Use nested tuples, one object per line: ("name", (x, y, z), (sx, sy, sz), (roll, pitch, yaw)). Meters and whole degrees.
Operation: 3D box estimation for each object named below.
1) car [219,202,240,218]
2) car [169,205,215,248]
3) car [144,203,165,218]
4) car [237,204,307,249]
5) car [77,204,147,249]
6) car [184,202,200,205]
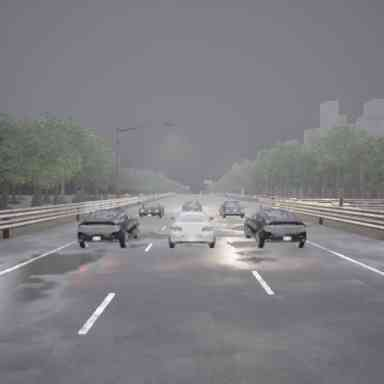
("car", (3.500, 1.560, 29.650), (2.033, 1.411, 5.357), (0, 0, 0))
("car", (0.000, 1.533, 14.650), (1.812, 1.442, 4.674), (0, 0, 0))
("car", (-3.500, 1.612, 29.680), (1.895, 1.301, 4.718), (0, 0, 0))
("car", (3.500, 1.495, 14.650), (2.128, 1.511, 4.902), (0, 0, 0))
("car", (-3.500, 1.495, 14.651), (2.128, 1.511, 4.902), (0, 0, 0))
("car", (0.000, 1.559, 29.650), (2.033, 1.411, 5.357), (0, 0, 0))
